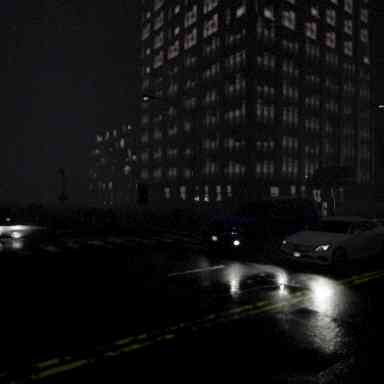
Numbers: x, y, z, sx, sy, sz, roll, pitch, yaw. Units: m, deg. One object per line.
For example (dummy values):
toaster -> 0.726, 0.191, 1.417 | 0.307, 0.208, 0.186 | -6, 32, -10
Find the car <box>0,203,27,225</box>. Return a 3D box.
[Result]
car -> -14.384, 1.818, 25.546 | 1.994, 1.385, 4.181 | 1, -1, -36

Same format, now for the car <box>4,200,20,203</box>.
car -> -30.740, 2.297, 57.683 | 1.947, 1.339, 4.313 | 0, -1, -36

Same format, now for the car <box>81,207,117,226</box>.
car -> -7.309, 1.824, 25.890 | 2.008, 1.369, 4.403 | 0, -1, -36

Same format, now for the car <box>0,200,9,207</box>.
car -> -40.738, 2.491, 71.341 | 1.947, 1.339, 4.313 | 0, -1, -36

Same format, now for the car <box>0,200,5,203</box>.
car -> -34.073, 2.378, 62.235 | 1.802, 1.307, 4.206 | 0, -1, -36

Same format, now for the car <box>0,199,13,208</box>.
car -> -37.406, 2.301, 66.789 | 1.967, 1.590, 4.097 | 0, -1, -36

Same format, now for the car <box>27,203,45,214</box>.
car -> -20.742, 2.101, 44.024 | 1.947, 1.339, 4.313 | 0, -1, -36

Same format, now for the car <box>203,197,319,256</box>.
car -> 3.075, 1.282, 13.854 | 5.566, 2.045, 2.150 | -2, 1, -35

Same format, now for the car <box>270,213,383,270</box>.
car -> 5.024, 1.563, 11.276 | 4.674, 1.442, 1.812 | -1, 0, -35
